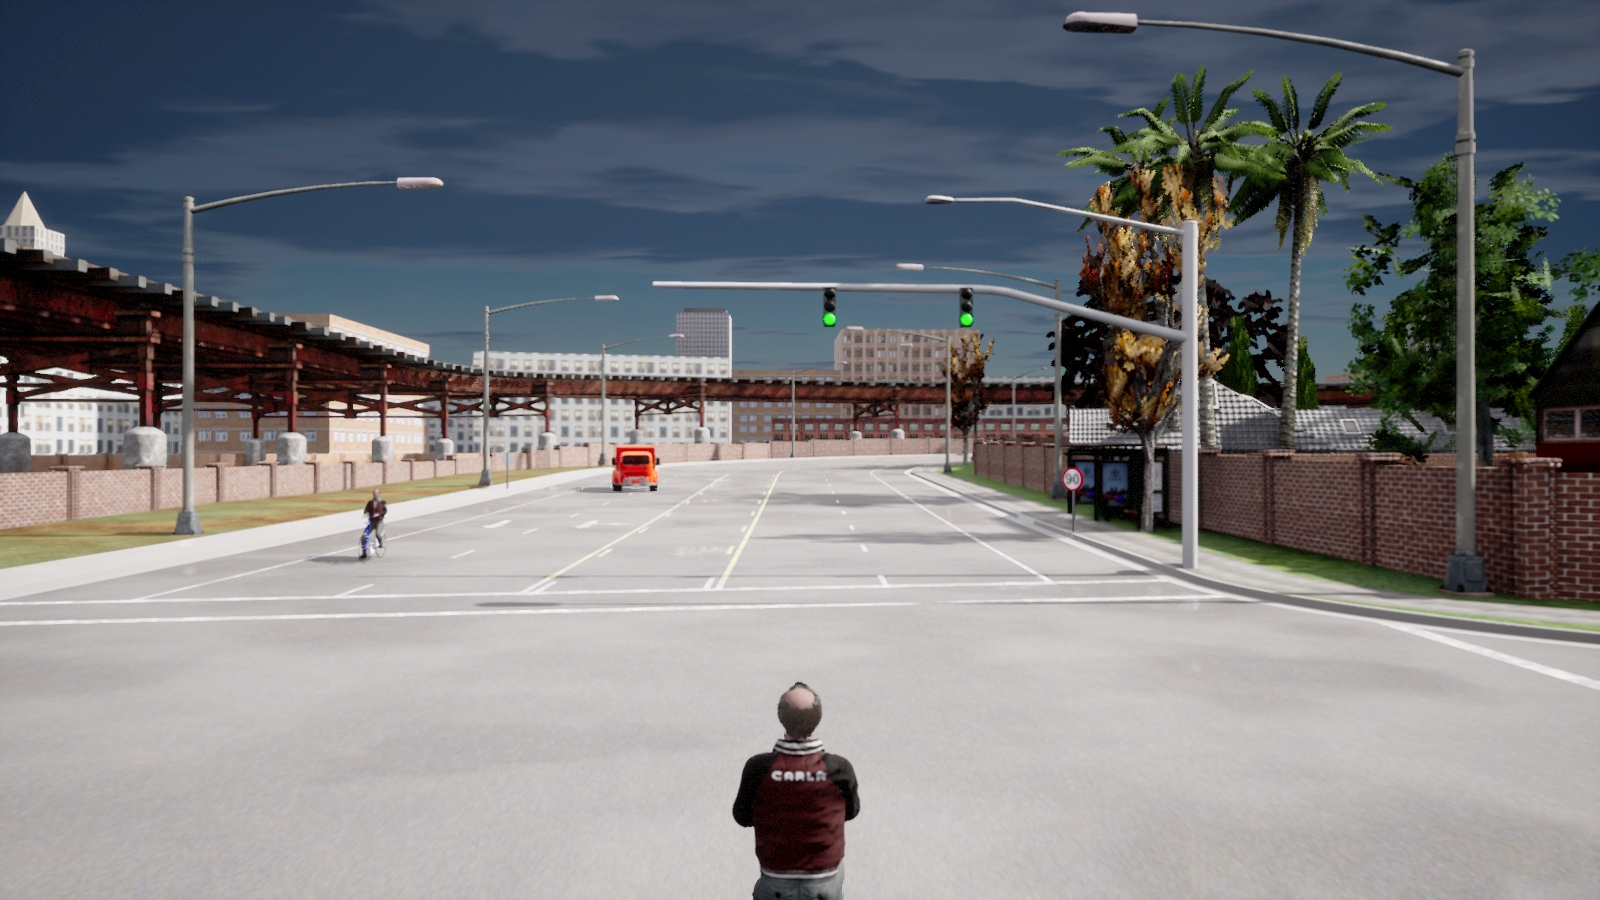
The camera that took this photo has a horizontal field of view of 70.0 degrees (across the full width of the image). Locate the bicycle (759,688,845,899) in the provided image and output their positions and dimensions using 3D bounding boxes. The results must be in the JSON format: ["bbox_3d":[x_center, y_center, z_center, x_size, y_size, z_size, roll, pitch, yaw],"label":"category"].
[{"bbox_3d":[0.012,2.045,5.286,0.329,1.496,1.835,0,0,0],"label":"bicycle"}]

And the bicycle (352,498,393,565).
[{"bbox_3d":[-10.484,1.973,28.062,0.329,1.496,1.835,0,0,0],"label":"bicycle"}]

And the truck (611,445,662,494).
[{"bbox_3d":[-8.945,0.995,62.130,2.627,2.467,5.204,0,1,-9],"label":"truck"}]
